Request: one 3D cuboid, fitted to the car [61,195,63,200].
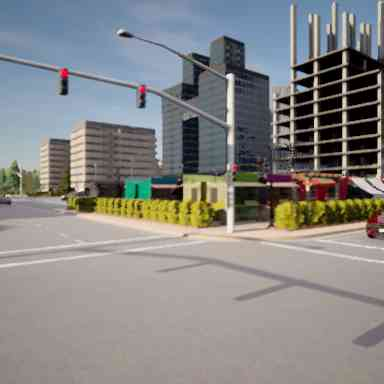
[{"bbox_3d":[-25.577,0.914,71.190,4.605,1.855,1.932,0,0,-37],"label":"car"}]

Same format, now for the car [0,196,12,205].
[{"bbox_3d":[-29.950,1.356,52.937,2.128,1.511,4.902,0,0,-36],"label":"car"}]

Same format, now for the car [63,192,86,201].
[{"bbox_3d":[-23.879,0.921,68.846,3.866,1.878,1.905,0,0,-37],"label":"car"}]

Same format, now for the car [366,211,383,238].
[{"bbox_3d":[10.163,1.364,15.793,5.008,1.535,1.882,0,0,-37],"label":"car"}]
